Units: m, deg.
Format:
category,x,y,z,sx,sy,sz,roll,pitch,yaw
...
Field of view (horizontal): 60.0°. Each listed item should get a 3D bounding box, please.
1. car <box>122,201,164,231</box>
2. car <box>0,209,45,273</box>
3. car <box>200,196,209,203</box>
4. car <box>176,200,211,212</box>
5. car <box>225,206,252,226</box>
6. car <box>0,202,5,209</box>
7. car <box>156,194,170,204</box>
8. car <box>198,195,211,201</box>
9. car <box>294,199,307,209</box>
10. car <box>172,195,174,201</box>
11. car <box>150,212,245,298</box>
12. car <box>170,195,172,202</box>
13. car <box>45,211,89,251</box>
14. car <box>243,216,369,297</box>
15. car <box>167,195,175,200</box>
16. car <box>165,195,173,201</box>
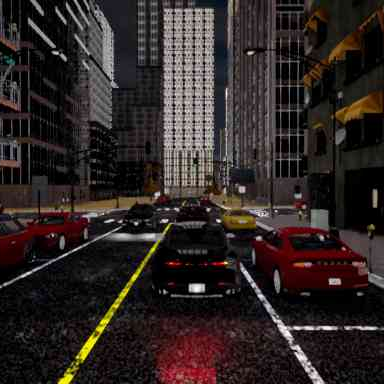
category,x,y,z,sx,sy,sz,roll,pitch,yaw
car,-3.038,1.502,20.585,1.837,1.490,4.892,0,0,0
car,-5.712,1.436,8.451,1.967,1.590,4.097,-1,0,0
car,2.573,1.505,68.753,1.752,1.417,4.829,-1,0,0
car,0.066,1.470,20.057,1.882,1.535,5.008,0,0,0
car,2.651,1.518,19.668,1.752,1.417,4.829,-1,0,0
car,-23.908,1.735,38.256,4.097,1.590,1.967,-1,1,-1
car,-5.798,1.525,63.011,1.887,1.381,4.507,-1,0,0
car,2.581,1.421,63.024,1.967,1.590,4.097,-1,0,0
car,14.190,1.245,38.641,4.507,1.381,1.887,-1,1,-1
car,-5.818,1.293,74.131,2.192,1.841,5.009,-1,0,0
car,0.086,1.502,8.515,1.837,1.490,4.892,0,0,0
car,-5.809,1.294,68.571,2.192,1.841,5.009,-1,0,0
car,-5.720,1.539,13.975,1.887,1.381,4.507,-1,0,0
car,2.670,1.541,8.451,1.887,1.381,4.507,-1,0,0
car,-5.843,1.520,90.809,1.887,1.381,4.507,-1,0,0
car,-5.834,1.502,85.080,1.752,1.417,4.829,-1,0,0
